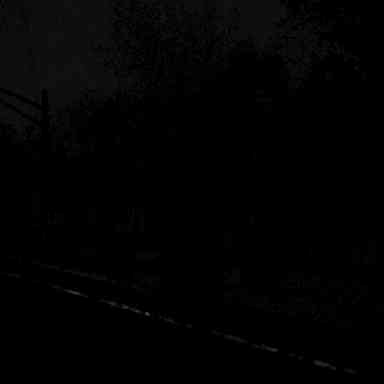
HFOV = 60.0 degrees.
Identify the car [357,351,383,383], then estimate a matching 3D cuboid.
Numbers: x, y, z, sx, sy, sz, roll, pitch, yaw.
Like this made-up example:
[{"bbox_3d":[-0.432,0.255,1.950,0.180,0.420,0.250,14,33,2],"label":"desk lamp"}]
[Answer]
[{"bbox_3d":[3.326,1.491,1.314,4.902,1.511,2.128,0,0,35],"label":"car"}]
